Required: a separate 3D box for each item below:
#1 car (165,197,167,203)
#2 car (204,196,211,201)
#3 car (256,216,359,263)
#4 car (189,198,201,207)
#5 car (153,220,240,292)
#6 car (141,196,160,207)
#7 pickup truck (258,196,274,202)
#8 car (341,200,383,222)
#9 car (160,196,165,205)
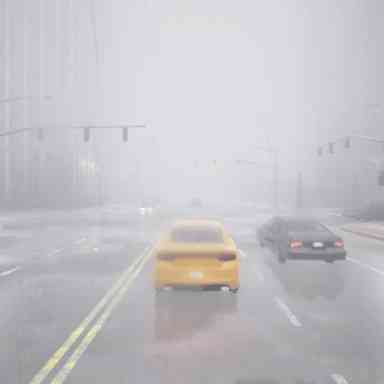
[{"bbox_3d":[-6.434,1.628,71.453,1.837,1.490,4.892,0,0,0],"label":"car"},{"bbox_3d":[4.224,1.759,91.125,1.895,1.301,4.718,0,0,0],"label":"car"},{"bbox_3d":[3.668,1.570,12.101,2.033,1.411,5.357,0,0,1],"label":"car"},{"bbox_3d":[0.516,1.662,54.897,1.994,1.385,4.181,0,0,1],"label":"car"},{"bbox_3d":[0.126,1.494,9.061,1.882,1.535,5.008,0,0,1],"label":"car"},{"bbox_3d":[-6.680,1.584,51.706,2.128,1.511,4.902,0,0,1],"label":"car"},{"bbox_3d":[17.228,1.197,76.517,2.390,2.098,6.274,0,0,31],"label":"pickup truck"},{"bbox_3d":[14.629,1.595,25.952,5.357,1.411,2.033,0,0,1],"label":"car"},{"bbox_3d":[-6.582,1.587,61.184,1.882,1.535,5.008,0,0,1],"label":"car"}]
